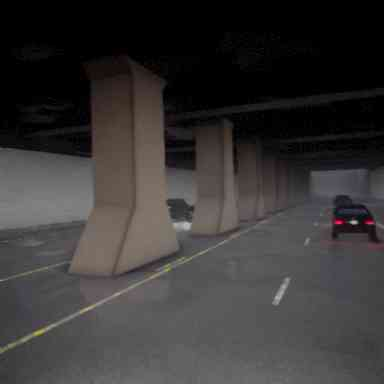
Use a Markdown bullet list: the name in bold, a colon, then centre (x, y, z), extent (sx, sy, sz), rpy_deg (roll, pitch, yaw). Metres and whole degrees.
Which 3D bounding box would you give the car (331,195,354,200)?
- **car**: centre (15.446, 1.056, 34.143), extent (1.837, 1.490, 4.892), rpy_deg (-2, 0, 23)

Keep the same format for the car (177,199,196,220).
- **car**: centre (0.976, 1.442, 27.518), extent (2.128, 1.511, 4.902), rpy_deg (-2, 0, 23)

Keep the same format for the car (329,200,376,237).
- **car**: centre (7.880, 1.319, 16.464), extent (2.033, 1.411, 5.357), rpy_deg (-2, 0, 23)

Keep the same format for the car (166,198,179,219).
- **car**: centre (-1.939, 1.379, 29.606), extent (2.097, 1.767, 4.553), rpy_deg (-2, 0, 23)
